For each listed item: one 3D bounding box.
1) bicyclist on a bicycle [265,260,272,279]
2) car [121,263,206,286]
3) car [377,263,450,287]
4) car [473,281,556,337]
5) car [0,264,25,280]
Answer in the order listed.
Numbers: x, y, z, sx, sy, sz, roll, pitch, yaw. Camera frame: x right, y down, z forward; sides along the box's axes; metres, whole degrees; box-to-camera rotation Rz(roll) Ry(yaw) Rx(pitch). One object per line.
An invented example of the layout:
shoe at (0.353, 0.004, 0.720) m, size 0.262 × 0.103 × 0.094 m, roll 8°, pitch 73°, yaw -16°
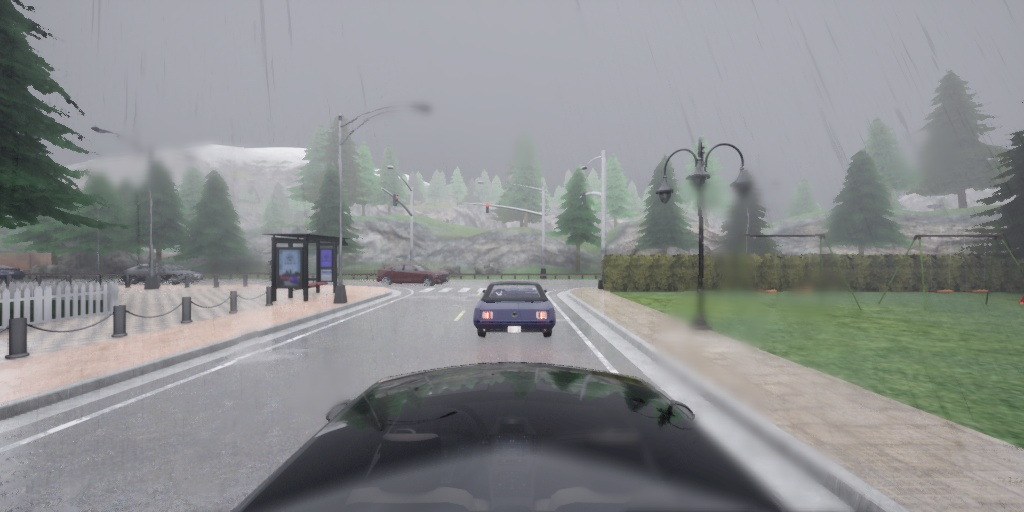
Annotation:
bicyclist on a bicycle at (-21.621, 1.219, 32.239) m, size 0.582 × 1.620 × 1.656 m, roll 0°, pitch 0°, yaw 0°
car at (-24.371, 1.256, 25.171) m, size 4.902 × 1.511 × 2.128 m, roll 0°, pitch 0°, yaw 1°
car at (-6.690, 1.238, 24.314) m, size 5.008 × 1.535 × 1.882 m, roll 0°, pitch -1°, yaw 15°
car at (0.076, 1.351, 10.235) m, size 1.895 × 1.301 × 4.718 m, roll 0°, pitch 0°, yaw 0°
car at (-42.369, 1.329, 28.919) m, size 4.181 × 1.385 × 1.994 m, roll 0°, pitch 0°, yaw 0°
